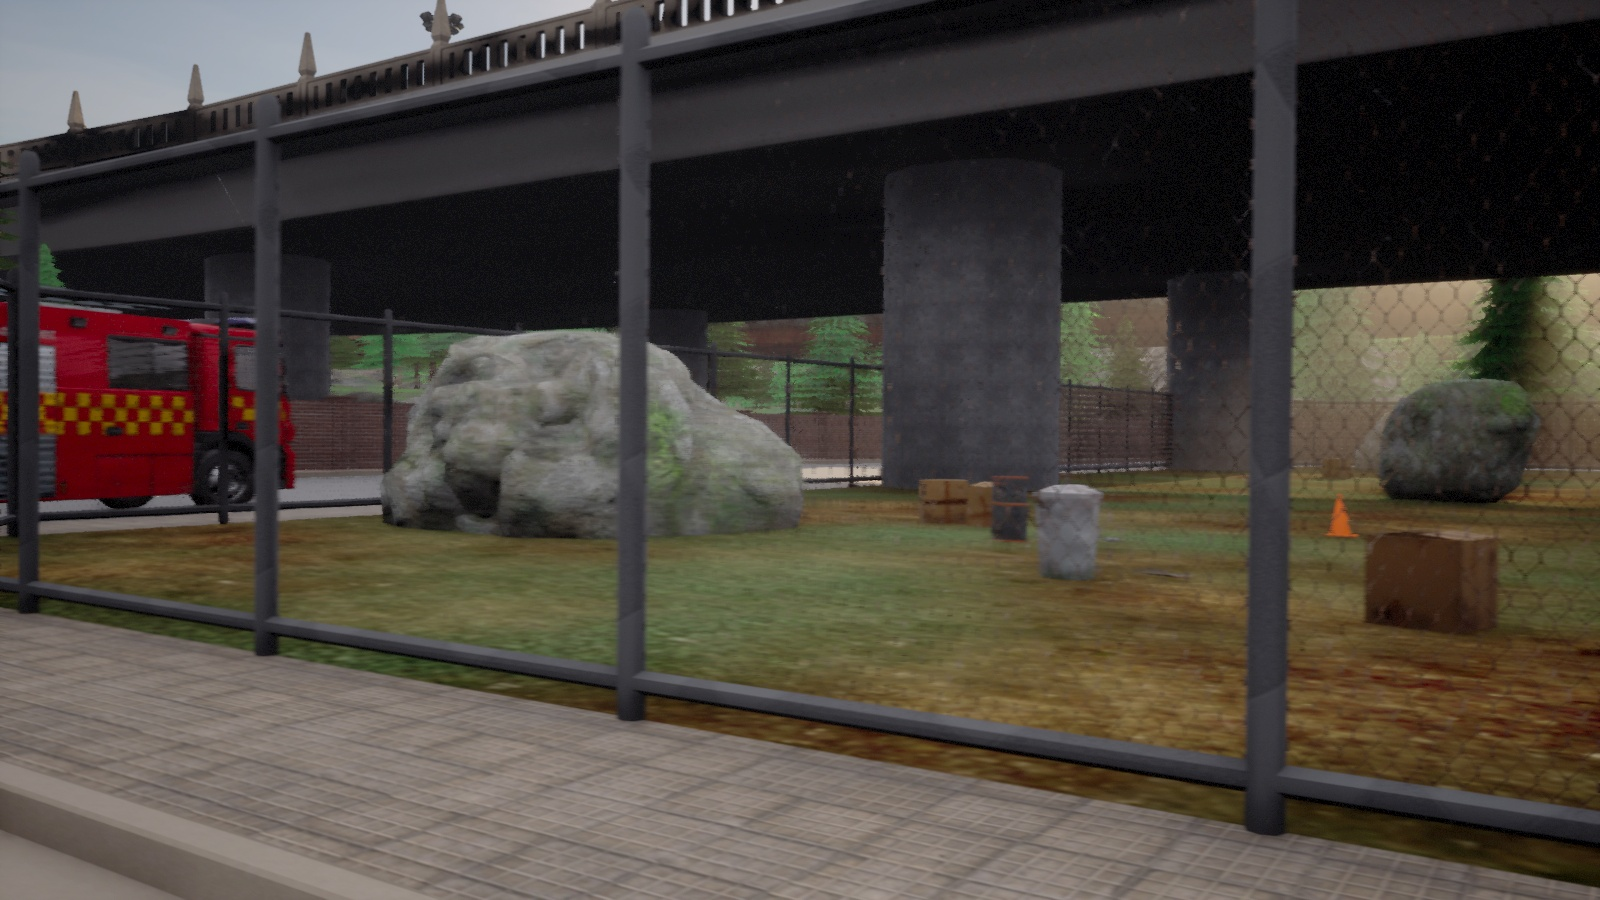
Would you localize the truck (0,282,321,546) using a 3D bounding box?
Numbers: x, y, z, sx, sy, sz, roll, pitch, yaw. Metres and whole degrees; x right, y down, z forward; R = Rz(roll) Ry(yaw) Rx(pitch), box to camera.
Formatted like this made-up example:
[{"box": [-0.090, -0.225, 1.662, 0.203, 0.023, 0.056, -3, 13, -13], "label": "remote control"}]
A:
[{"box": [-12.176, -0.550, 20.708, 2.891, 3.827, 8.468, 0, 1, 23], "label": "truck"}]
